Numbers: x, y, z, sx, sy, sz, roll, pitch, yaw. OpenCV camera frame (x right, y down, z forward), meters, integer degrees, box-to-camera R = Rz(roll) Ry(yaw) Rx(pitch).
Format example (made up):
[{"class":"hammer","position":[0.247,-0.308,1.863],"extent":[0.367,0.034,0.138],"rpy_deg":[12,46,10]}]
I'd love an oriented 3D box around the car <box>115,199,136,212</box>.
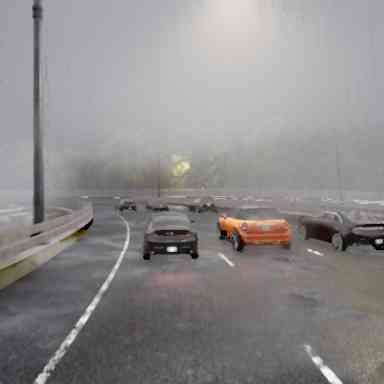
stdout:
[{"class":"car","position":[-7.910,1.568,39.568],"extent":[1.837,1.490,4.892],"rpy_deg":[0,0,-22]}]

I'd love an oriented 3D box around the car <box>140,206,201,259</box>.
[{"class":"car","position":[-0.886,1.516,12.743],"extent":[1.837,1.490,4.892],"rpy_deg":[0,0,-6]}]

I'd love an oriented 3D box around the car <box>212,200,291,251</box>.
[{"class":"car","position":[2.433,1.338,14.205],"extent":[2.097,1.767,4.553],"rpy_deg":[0,0,-7]}]

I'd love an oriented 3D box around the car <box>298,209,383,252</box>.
[{"class":"car","position":[6.051,1.455,13.666],"extent":[2.128,1.511,4.902],"rpy_deg":[0,0,-7]}]

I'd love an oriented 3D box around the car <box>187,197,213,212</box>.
[{"class":"car","position":[1.016,1.354,35.491],"extent":[2.097,1.767,4.553],"rpy_deg":[-1,0,-18]}]

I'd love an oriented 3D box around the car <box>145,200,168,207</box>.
[{"class":"car","position":[-4.288,1.603,39.896],"extent":[1.994,1.385,4.181],"rpy_deg":[0,0,-21]}]
